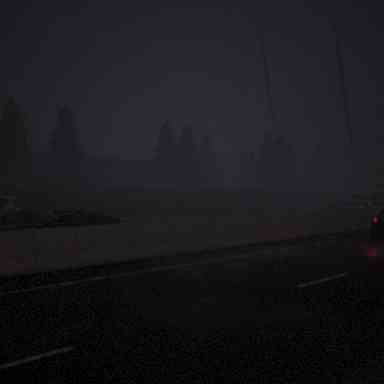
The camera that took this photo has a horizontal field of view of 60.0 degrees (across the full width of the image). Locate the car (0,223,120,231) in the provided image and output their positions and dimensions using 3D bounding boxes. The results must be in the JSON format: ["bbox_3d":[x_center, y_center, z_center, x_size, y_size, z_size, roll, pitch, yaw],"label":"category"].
[{"bbox_3d":[-5.183,1.480,13.200,4.902,1.511,2.128,0,0,-36],"label":"car"}]

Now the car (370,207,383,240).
[{"bbox_3d":[10.326,1.294,15.444,4.553,1.767,2.097,0,0,-36],"label":"car"}]
